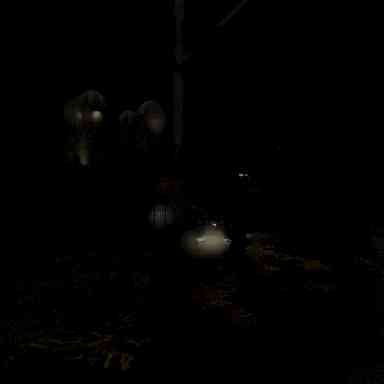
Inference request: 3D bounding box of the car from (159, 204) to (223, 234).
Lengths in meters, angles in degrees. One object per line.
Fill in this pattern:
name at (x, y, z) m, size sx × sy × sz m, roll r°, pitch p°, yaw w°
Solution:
car at (-0.199, 1.505, 19.565) m, size 1.837 × 1.490 × 4.892 m, roll 0°, pitch 0°, yaw -35°
